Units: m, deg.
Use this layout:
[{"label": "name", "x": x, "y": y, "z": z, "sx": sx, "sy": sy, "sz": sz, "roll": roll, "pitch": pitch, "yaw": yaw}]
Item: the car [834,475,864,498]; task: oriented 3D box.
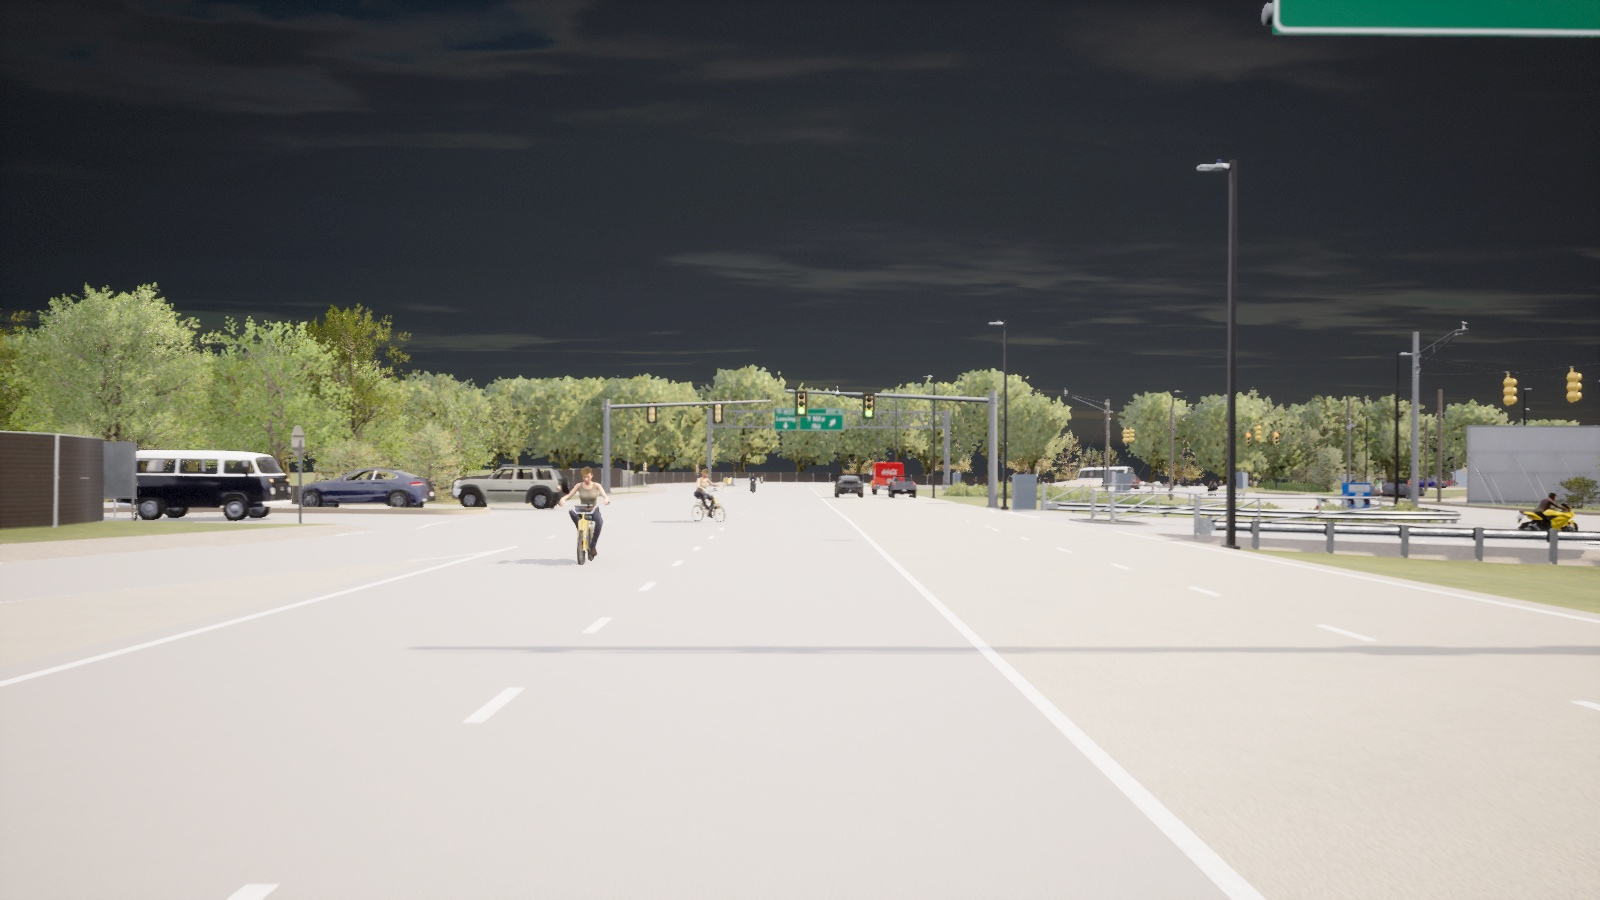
[{"label": "car", "x": 3.298, "y": 2.434, "z": 85.014, "sx": 1.837, "sy": 1.490, "sz": 4.892, "roll": 0, "pitch": -1, "yaw": 0}]

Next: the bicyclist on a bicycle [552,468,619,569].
[{"label": "bicyclist on a bicycle", "x": -3.556, "y": 1.113, "z": 20.937, "sx": 0.866, "sy": 1.612, "sz": 1.509, "roll": 0, "pitch": -1, "yaw": 0}]

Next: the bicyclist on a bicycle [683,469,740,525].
[{"label": "bicyclist on a bicycle", "x": -2.656, "y": 1.392, "z": 37.637, "sx": 1.509, "sy": 1.612, "sz": 0.866, "roll": -1, "pitch": 2, "yaw": 43}]

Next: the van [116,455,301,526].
[{"label": "van", "x": -17.326, "y": 1.168, "z": 36.944, "sx": 4.480, "sy": 2.038, "sz": 2.069, "roll": 0, "pitch": 0, "yaw": 0}]

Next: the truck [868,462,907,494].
[{"label": "truck", "x": 6.766, "y": 2.168, "z": 97.518, "sx": 2.627, "sy": 2.467, "sz": 5.204, "roll": 0, "pitch": -1, "yaw": 0}]

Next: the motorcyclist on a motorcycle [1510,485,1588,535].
[{"label": "motorcyclist on a motorcycle", "x": 24.292, "y": 1.945, "z": 40.735, "sx": 2.044, "sy": 1.523, "sz": 0.797, "roll": -2, "pitch": 0, "yaw": -3}]

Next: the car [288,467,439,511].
[{"label": "car", "x": -16.650, "y": 1.490, "z": 48.142, "sx": 5.027, "sy": 1.651, "sz": 2.152, "roll": 0, "pitch": -1, "yaw": 0}]

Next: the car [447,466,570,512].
[{"label": "car", "x": -11.943, "y": 1.604, "z": 51.641, "sx": 4.605, "sy": 1.855, "sz": 1.932, "roll": 0, "pitch": -1, "yaw": -1}]

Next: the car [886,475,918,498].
[{"label": "car", "x": 6.800, "y": 2.409, "z": 83.940, "sx": 1.845, "sy": 1.501, "sz": 3.633, "roll": 0, "pitch": -1, "yaw": 0}]
